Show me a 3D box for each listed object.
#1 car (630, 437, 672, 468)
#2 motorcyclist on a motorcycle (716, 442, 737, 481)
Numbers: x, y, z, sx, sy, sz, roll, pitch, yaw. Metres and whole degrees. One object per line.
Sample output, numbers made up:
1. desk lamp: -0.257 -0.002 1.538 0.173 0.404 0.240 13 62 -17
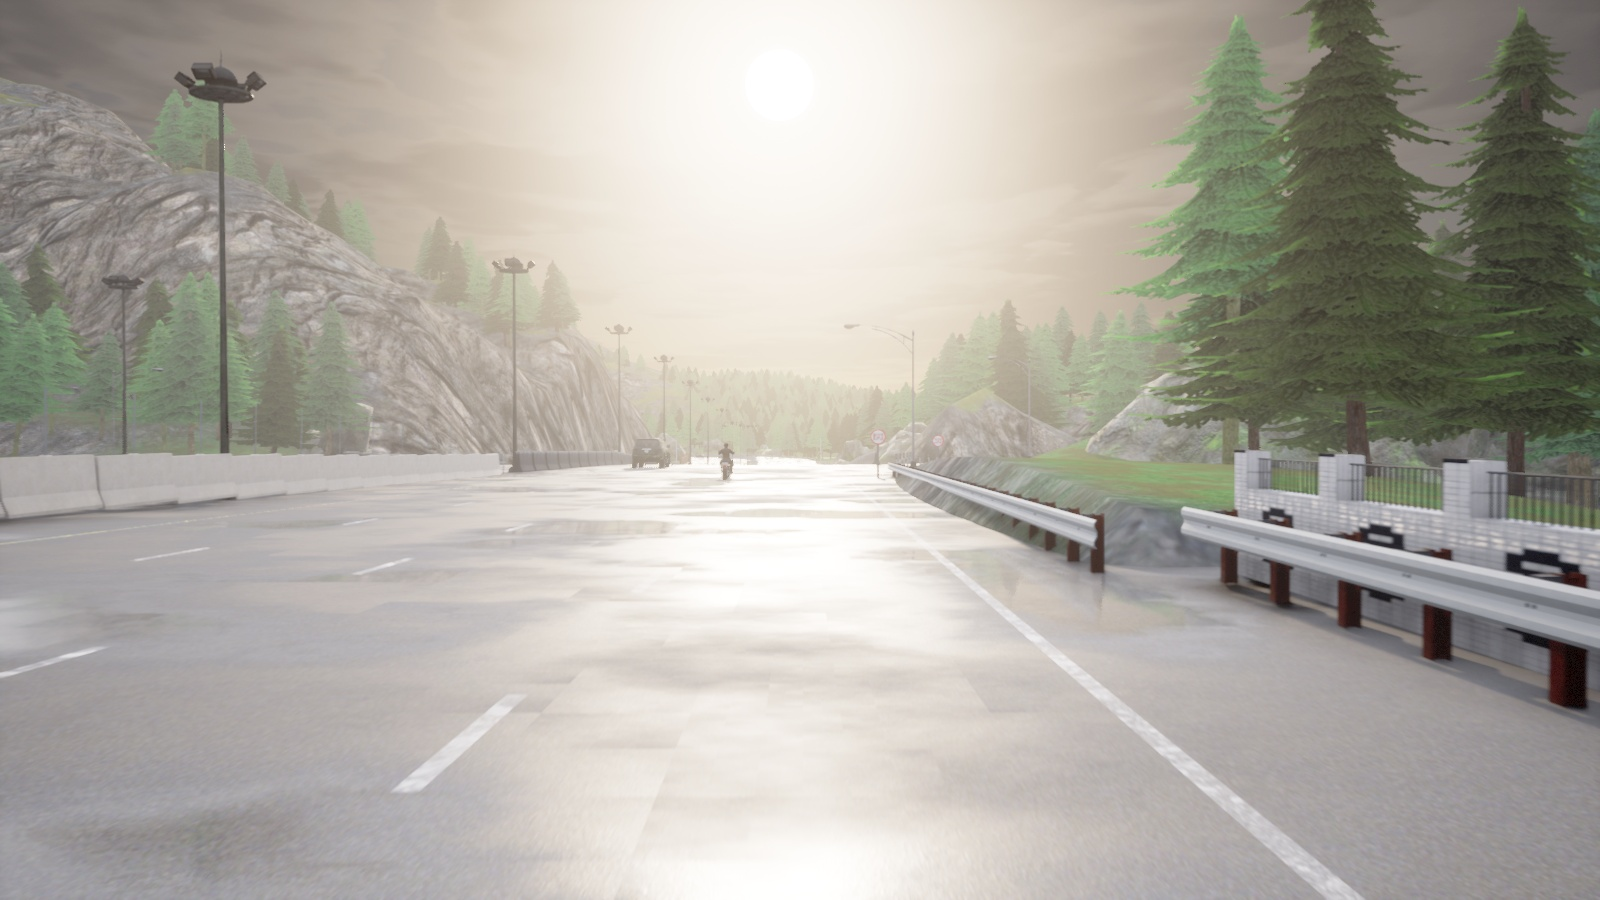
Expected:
1. car: -10.130 0.179 85.775 2.150 2.045 5.566 0 0 0
2. motorcyclist on a motorcycle: -3.221 0.489 55.278 0.766 1.649 2.350 0 0 0
